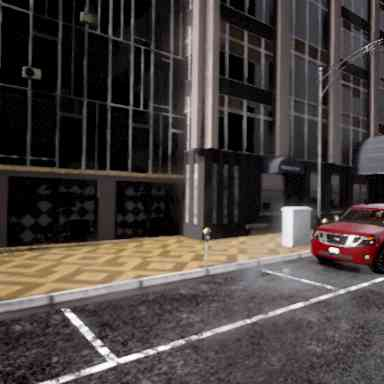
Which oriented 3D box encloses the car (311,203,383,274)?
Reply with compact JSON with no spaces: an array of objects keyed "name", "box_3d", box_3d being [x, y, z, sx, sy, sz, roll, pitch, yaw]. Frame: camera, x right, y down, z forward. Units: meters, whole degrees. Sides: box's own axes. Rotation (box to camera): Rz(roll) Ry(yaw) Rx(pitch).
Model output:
[{"name":"car","box_3d":[6.051,1.326,10.820,5.009,1.841,2.192,0,1,-36]}]
